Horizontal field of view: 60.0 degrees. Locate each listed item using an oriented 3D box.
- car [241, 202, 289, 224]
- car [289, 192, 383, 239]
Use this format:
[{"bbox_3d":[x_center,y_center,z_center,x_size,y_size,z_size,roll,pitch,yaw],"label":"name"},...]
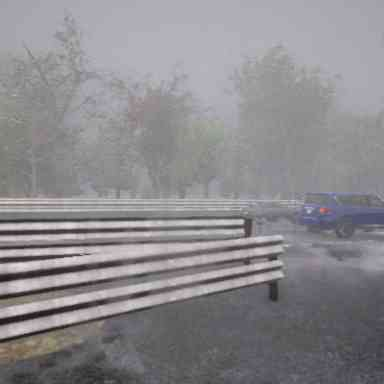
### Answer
[{"bbox_3d":[5.402,1.358,22.505,4.181,1.385,1.994,1,0,-20],"label":"car"},{"bbox_3d":[7.783,1.039,15.914,5.566,2.045,2.150,1,0,-20],"label":"car"}]
